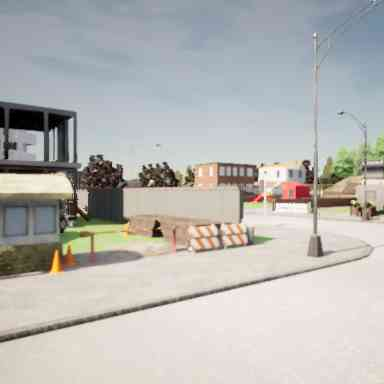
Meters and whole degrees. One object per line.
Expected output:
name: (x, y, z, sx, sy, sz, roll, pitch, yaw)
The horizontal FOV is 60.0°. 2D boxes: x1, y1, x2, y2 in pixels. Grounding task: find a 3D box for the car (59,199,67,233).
car: (-6.900, 0.985, 14.459, 1.905, 1.878, 3.866, 0, 0, -1)
